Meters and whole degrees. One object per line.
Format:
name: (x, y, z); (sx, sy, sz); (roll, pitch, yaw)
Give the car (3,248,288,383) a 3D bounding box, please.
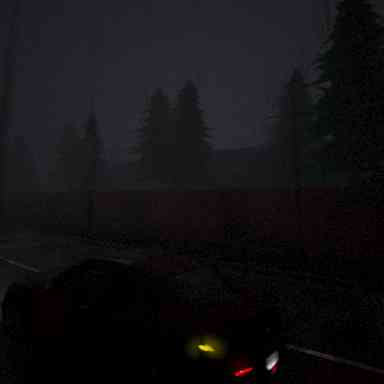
car: (-0.975, 1.584, 4.879); (4.674, 1.442, 1.812); (0, 0, 38)
